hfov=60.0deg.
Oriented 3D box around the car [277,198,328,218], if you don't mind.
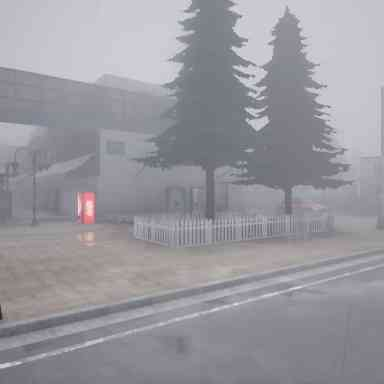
[{"bbox_3d":[9.958,1.337,30.129,2.097,1.767,4.553,0,0,-34],"label":"car"}]
